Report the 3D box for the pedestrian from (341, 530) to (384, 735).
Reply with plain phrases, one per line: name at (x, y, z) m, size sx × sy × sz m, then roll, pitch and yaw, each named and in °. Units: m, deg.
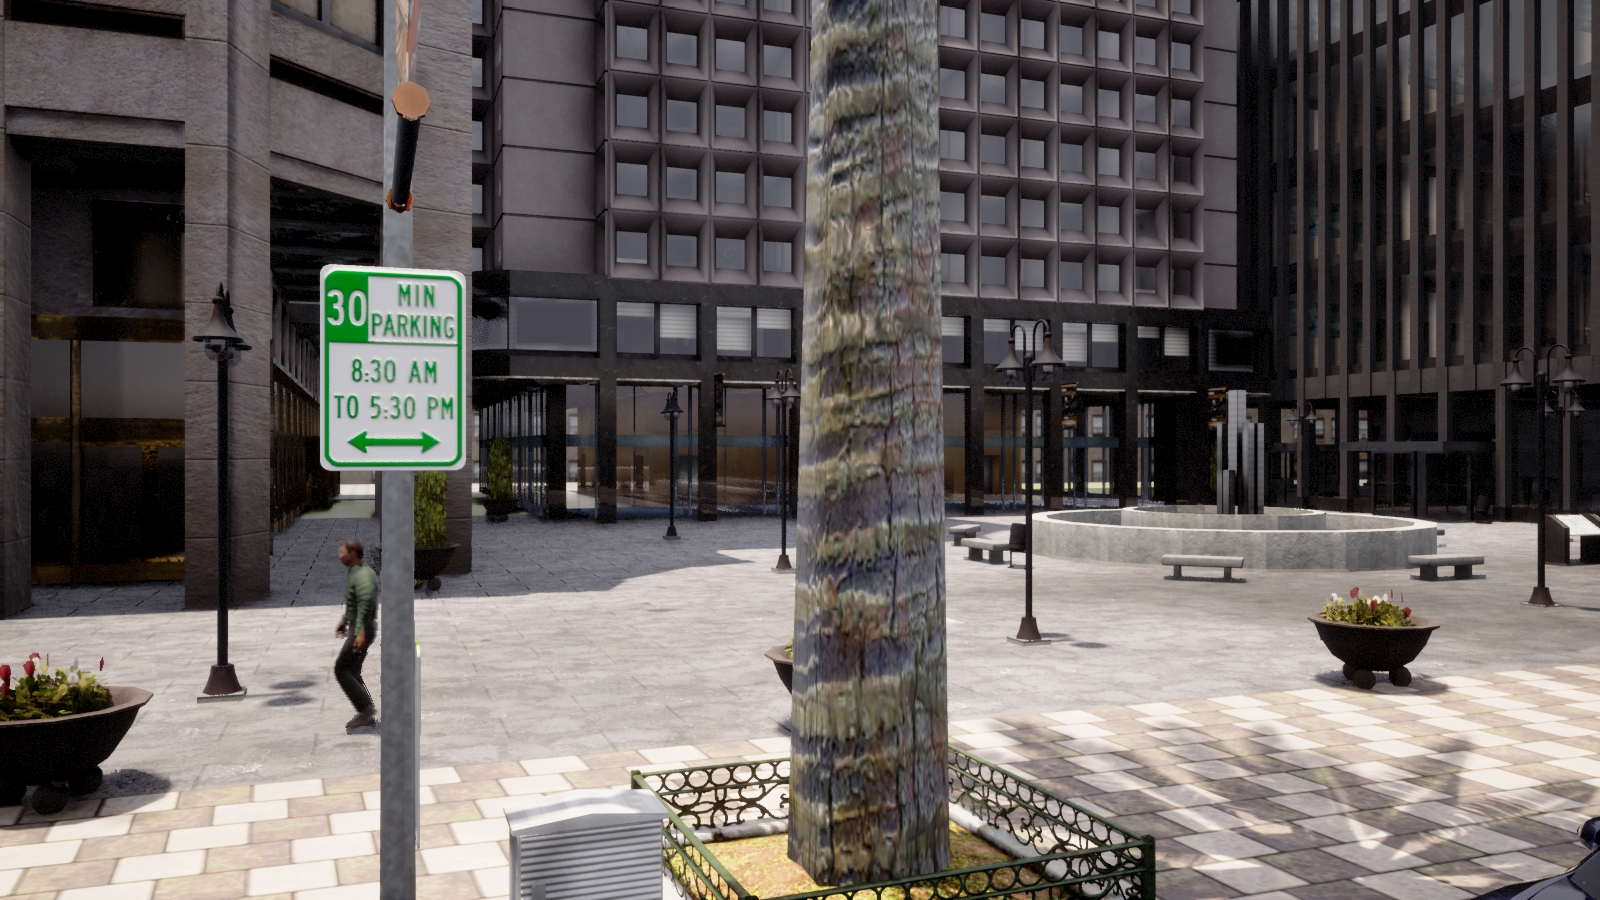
pedestrian at (-4.140, 1.704, 10.809) m, size 0.375 × 1.860 × 0.375 m, roll 0°, pitch 0°, yaw -22°
